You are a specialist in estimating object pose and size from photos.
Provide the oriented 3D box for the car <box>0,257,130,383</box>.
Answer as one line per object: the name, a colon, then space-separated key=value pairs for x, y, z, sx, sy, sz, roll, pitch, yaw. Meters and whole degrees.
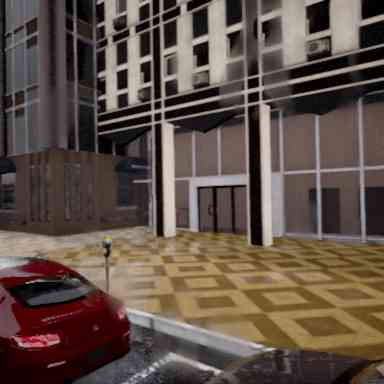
car: x=-2.706 y=1.619 z=4.819 sx=4.206 sy=1.307 sz=1.802 roll=-1 pitch=-1 yaw=36

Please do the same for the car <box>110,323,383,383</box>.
car: x=1.894 y=1.545 z=1.538 sx=4.403 sy=1.369 sz=2.008 roll=-1 pitch=-1 yaw=36
